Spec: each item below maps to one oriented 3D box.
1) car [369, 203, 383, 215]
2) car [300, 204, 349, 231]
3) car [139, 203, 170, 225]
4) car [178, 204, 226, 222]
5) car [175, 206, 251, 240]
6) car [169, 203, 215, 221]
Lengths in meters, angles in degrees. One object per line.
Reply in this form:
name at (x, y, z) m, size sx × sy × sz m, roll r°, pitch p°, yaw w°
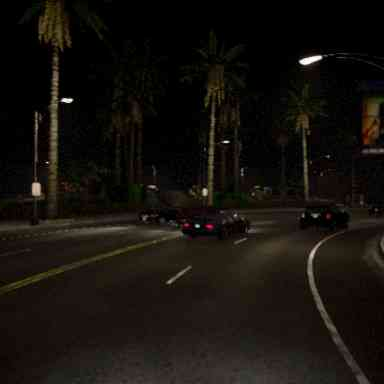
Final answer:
car at (22.544, 2.005, 38.687) m, size 4.181 × 1.385 × 1.994 m, roll 1°, pitch -1°, yaw -32°
car at (9.045, 1.577, 22.451) m, size 2.097 × 1.767 × 4.553 m, roll 0°, pitch 0°, yaw 39°
car at (-2.030, 1.645, 25.895) m, size 2.128 × 1.511 × 4.902 m, roll 0°, pitch 1°, yaw 35°
car at (0.914, 1.788, 29.272) m, size 1.994 × 1.385 × 4.181 m, roll 0°, pitch -2°, yaw 41°
car at (1.466, 1.681, 17.862) m, size 2.033 × 1.411 × 5.357 m, roll 0°, pitch 0°, yaw 29°
car at (0.858, 1.652, 23.876) m, size 1.882 × 1.535 × 5.008 m, roll 0°, pitch 0°, yaw 35°
